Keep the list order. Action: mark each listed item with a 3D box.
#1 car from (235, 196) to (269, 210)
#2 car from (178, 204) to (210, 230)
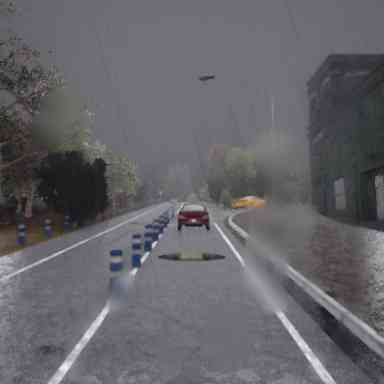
[{"bbox_3d":[6.841,1.253,37.912,1.882,1.535,5.008,-7,-6,43],"label":"car"},{"bbox_3d":[0.106,1.470,21.259,1.882,1.535,5.008,0,0,0],"label":"car"}]
